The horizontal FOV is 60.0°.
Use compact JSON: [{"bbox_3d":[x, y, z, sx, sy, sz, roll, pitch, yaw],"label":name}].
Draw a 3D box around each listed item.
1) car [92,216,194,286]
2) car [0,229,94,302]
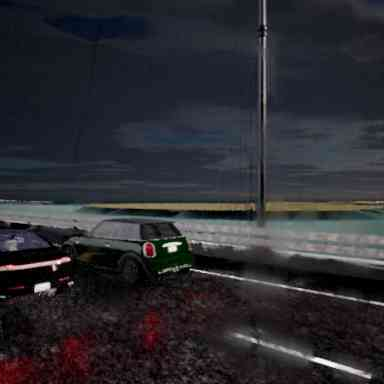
[{"bbox_3d":[-2.170,1.583,10.384,4.553,1.767,2.097,-1,-2,40],"label":"car"},{"bbox_3d":[-4.756,1.646,7.976,4.902,1.511,2.128,-1,-2,40],"label":"car"}]
